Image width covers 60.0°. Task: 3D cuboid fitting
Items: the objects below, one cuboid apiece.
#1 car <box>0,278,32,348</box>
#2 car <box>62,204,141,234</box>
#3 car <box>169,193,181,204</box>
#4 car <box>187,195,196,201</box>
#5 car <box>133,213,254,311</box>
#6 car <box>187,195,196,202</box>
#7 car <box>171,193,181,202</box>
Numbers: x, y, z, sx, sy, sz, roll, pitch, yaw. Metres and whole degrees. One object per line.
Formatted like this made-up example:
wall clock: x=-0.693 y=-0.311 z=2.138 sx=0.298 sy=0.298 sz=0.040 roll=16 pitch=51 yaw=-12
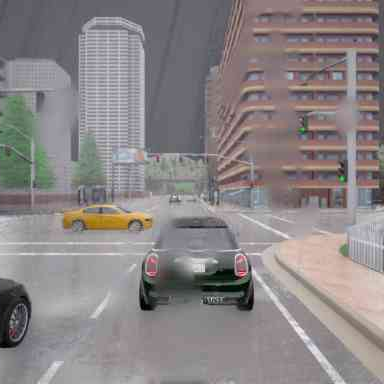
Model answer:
car: x=-3.431 y=1.526 z=3.317 sx=1.812 sy=1.442 sz=4.674 roll=0 pitch=0 yaw=0
car: x=-4.657 y=1.462 z=18.699 sx=5.008 sy=1.535 sz=1.882 roll=0 pitch=0 yaw=-1
car: x=-3.525 y=1.491 z=66.085 sx=2.128 sy=1.511 sz=4.902 roll=0 pitch=0 yaw=0
car: x=-0.161 y=1.506 z=85.343 sx=2.128 sy=1.511 sz=4.902 roll=0 pitch=0 yaw=0
car: x=0.098 y=1.352 z=7.936 sx=2.097 sy=1.767 sz=4.553 roll=0 pitch=0 yaw=1
car: x=-0.144 y=1.518 z=76.344 sx=1.812 sy=1.442 sz=4.674 roll=0 pitch=0 yaw=0
car: x=-3.643 y=1.219 z=76.086 sx=2.150 sy=2.045 sz=5.566 roll=0 pitch=0 yaw=0
